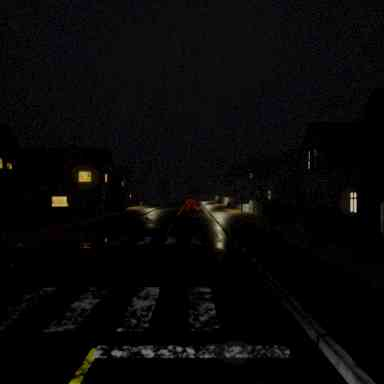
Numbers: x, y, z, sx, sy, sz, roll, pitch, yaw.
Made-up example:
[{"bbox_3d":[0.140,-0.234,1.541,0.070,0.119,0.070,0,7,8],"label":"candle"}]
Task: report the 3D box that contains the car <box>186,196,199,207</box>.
[{"bbox_3d":[0.087,1.458,53.369,2.097,1.767,4.553,0,0,0],"label":"car"}]
